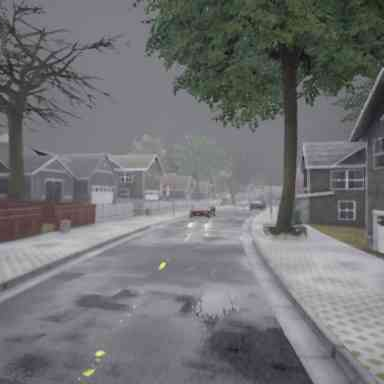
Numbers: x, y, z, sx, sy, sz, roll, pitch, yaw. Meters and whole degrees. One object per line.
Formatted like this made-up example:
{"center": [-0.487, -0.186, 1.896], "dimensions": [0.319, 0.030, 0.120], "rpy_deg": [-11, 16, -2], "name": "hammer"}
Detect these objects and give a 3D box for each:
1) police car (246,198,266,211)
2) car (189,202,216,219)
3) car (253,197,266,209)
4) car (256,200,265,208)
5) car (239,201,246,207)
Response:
{"center": [10.094, 2.041, 51.960], "dimensions": [1.930, 1.638, 5.238], "rpy_deg": [0, -1, 15], "name": "police car"}
{"center": [1.093, 1.705, 31.988], "dimensions": [1.882, 1.535, 5.008], "rpy_deg": [0, -1, 13], "name": "car"}
{"center": [12.532, 2.066, 61.633], "dimensions": [2.150, 2.045, 5.566], "rpy_deg": [0, -1, 13], "name": "car"}
{"center": [13.925, 2.438, 67.661], "dimensions": [1.801, 1.575, 5.366], "rpy_deg": [0, -1, 13], "name": "car"}
{"center": [11.119, 2.575, 71.587], "dimensions": [1.812, 1.442, 4.674], "rpy_deg": [0, -1, 12], "name": "car"}
